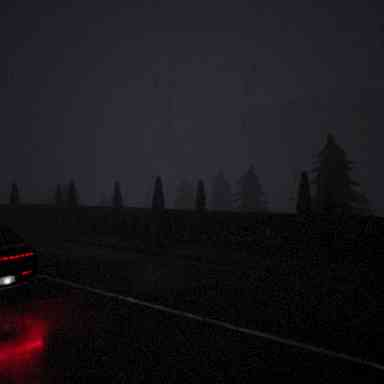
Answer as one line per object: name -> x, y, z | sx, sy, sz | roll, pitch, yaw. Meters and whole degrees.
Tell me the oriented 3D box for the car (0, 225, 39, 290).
car -> -5.634, 1.500, 8.010 | 4.892, 1.490, 1.837 | 0, 0, 35
